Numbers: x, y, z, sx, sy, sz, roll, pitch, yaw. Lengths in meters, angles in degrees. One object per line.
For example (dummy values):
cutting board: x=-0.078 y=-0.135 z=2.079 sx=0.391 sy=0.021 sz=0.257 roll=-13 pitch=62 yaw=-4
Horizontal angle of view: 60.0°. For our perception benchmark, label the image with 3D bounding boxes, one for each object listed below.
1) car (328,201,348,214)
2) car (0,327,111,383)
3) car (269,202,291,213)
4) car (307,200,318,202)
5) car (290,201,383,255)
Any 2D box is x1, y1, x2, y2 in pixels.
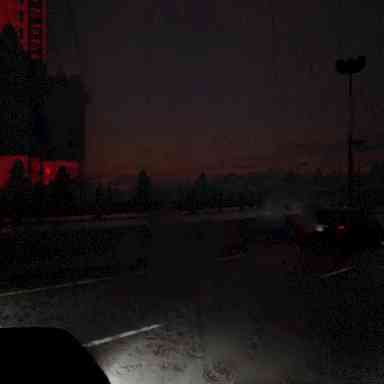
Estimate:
car: x=18.165 y=1.886 z=41.231 sx=1.837 sy=1.490 sz=4.892 roll=0 pitch=-1 yaw=28
car: x=-3.074 y=1.545 z=1.659 sx=5.357 sy=1.411 sz=2.033 roll=0 pitch=0 yaw=-36
car: x=11.545 y=1.980 z=43.607 sx=1.895 sy=1.301 sz=4.718 roll=0 pitch=-1 yaw=29
car: x=16.335 y=1.894 z=45.205 sx=1.882 sy=1.535 sz=5.008 roll=0 pitch=-1 yaw=26
car: x=6.408 y=1.457 z=14.141 sx=4.553 sy=1.767 sz=2.097 roll=1 pitch=-1 yaw=-43
